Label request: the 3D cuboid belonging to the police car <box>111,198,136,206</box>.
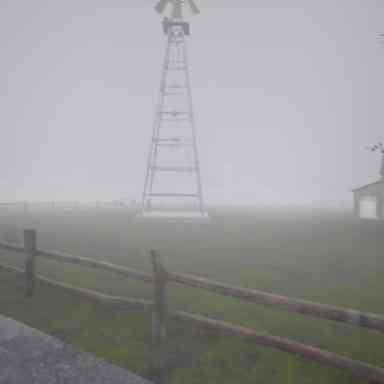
[{"bbox_3d":[-12.886,1.851,62.228,2.038,1.542,4.974,1,0,35],"label":"police car"}]
